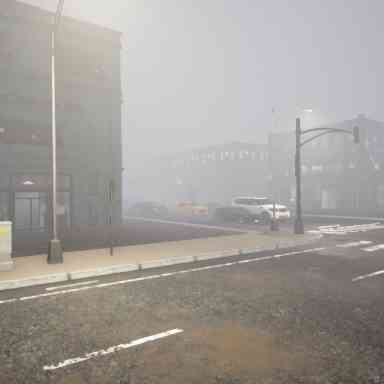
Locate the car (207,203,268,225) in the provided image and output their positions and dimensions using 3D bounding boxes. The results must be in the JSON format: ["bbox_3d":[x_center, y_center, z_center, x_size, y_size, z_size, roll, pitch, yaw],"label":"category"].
[{"bbox_3d":[3.548,1.814,26.599,1.947,1.339,4.313,-1,0,-35],"label":"car"}]

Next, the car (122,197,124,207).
[{"bbox_3d":[-13.597,1.939,65.397,2.192,1.841,5.009,-1,0,-35],"label":"car"}]

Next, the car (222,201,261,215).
[{"bbox_3d":[5.645,1.809,38.325,2.008,1.369,4.403,-2,0,-35],"label":"car"}]

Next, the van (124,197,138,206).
[{"bbox_3d":[-10.390,1.906,60.885,1.690,1.788,3.998,-1,0,-35],"label":"van"}]

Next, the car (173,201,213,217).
[{"bbox_3d":[-0.231,1.817,36.614,1.882,1.535,5.008,-1,0,-35],"label":"car"}]

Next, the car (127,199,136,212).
[{"bbox_3d":[-6.837,2.031,45.929,1.994,1.385,4.181,-1,0,-36],"label":"car"}]

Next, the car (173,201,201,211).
[{"bbox_3d":[-0.766,1.965,47.349,1.802,1.307,4.206,-2,0,-35],"label":"car"}]

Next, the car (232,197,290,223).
[{"bbox_3d":[5.610,1.445,28.387,2.150,2.045,5.566,-1,0,-35],"label":"car"}]

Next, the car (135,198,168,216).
[{"bbox_3d":[-4.394,1.846,37.981,1.967,1.590,4.097,-1,0,-35],"label":"car"}]
